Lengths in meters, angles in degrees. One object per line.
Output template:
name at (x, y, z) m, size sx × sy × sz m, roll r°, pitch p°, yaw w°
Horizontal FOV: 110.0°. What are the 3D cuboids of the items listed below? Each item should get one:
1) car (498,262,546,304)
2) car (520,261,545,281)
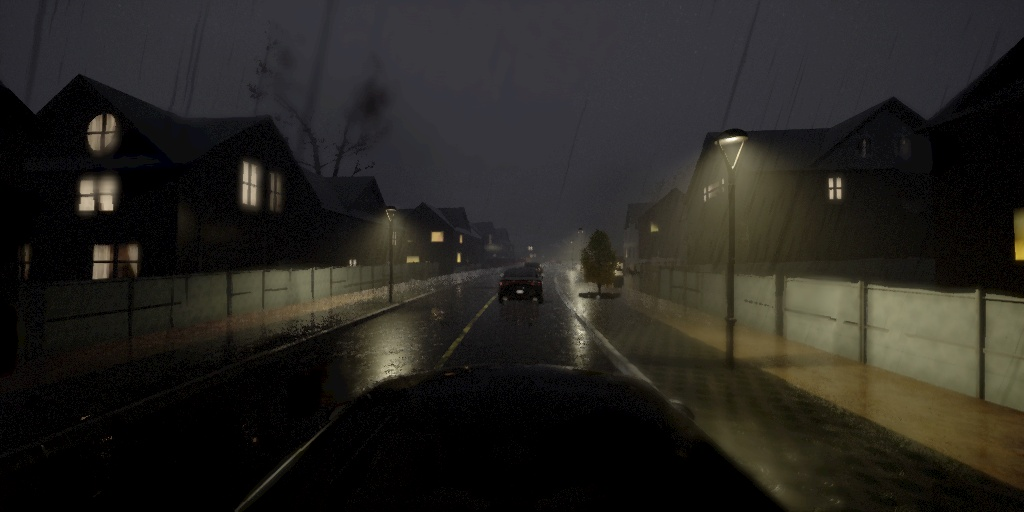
car at (0.461, 1.236, 16.385) m, size 1.882 × 1.535 × 5.008 m, roll 0°, pitch 0°, yaw 4°
car at (1.850, 1.247, 31.241) m, size 1.837 × 1.490 × 4.892 m, roll 0°, pitch 0°, yaw 7°
